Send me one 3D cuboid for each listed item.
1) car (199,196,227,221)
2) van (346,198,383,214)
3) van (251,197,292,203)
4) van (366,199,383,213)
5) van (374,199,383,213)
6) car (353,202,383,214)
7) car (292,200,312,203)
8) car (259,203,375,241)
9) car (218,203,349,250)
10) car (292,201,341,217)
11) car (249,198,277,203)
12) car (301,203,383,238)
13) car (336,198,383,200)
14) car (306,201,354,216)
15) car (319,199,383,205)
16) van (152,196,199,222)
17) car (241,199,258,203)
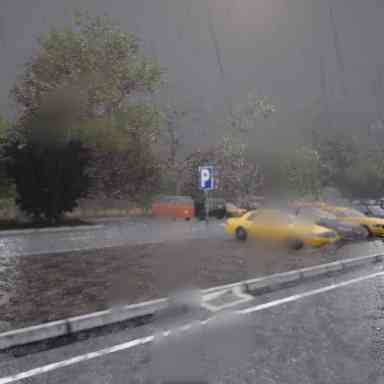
[{"bbox_3d":[0.724,1.328,28.873,2.435,2.045,5.566,1,-1,-35],"label":"car"},{"bbox_3d":[23.365,1.895,44.819,1.878,1.987,4.442,1,-1,-35],"label":"van"},{"bbox_3d":[7.438,1.511,33.764,1.878,1.987,4.442,1,-1,-35],"label":"van"},{"bbox_3d":[27.756,2.017,47.947,1.878,1.987,4.442,2,-1,-35],"label":"van"},{"bbox_3d":[29.984,2.121,49.819,1.878,1.987,4.442,3,-1,-35],"label":"van"},{"bbox_3d":[25.547,2.175,46.523,2.097,1.535,5.008,1,-1,-35],"label":"car"},{"bbox_3d":[9.778,1.666,35.248,2.185,1.767,4.553,1,-1,-35],"label":"car"},{"bbox_3d":[5.882,1.539,16.462,2.231,1.521,4.892,1,-1,-35],"label":"car"},{"bbox_3d":[3.738,1.504,14.700,1.946,1.575,5.366,1,-1,-35],"label":"car"},{"bbox_3d":[14.273,1.901,38.482,2.097,1.535,5.008,1,-1,-35],"label":"car"},{"bbox_3d":[5.249,1.683,32.054,2.231,1.521,4.892,1,-1,-35],"label":"car"},{"bbox_3d":[8.140,1.577,18.070,2.097,1.535,5.008,1,-1,-35],"label":"car"},{"bbox_3d":[12.683,1.426,21.263,2.435,2.045,5.566,1,-1,-35],"label":"car"},{"bbox_3d":[16.530,1.957,40.088,2.231,1.521,4.892,1,-1,-35],"label":"car"},{"bbox_3d":[10.389,1.499,19.702,2.185,1.767,4.553,1,-1,-35],"label":"car"},{"bbox_3d":[-1.684,1.313,27.269,1.878,1.987,4.442,1,-1,-35],"label":"van"},{"bbox_3d":[3.099,1.625,30.303,1.946,1.575,5.366,1,-1,-35],"label":"car"}]
